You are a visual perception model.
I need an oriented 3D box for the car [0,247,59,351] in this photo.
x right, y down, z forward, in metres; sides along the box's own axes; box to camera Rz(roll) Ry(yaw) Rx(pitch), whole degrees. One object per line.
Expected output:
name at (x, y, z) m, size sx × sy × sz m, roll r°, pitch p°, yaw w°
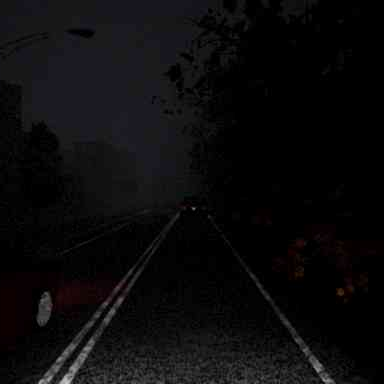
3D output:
car at (-3.348, 1.483, 4.013) m, size 1.882 × 1.535 × 5.008 m, roll 0°, pitch 0°, yaw 0°

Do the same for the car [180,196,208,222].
car at (0.145, 1.386, 28.107) m, size 2.150 × 2.045 × 5.566 m, roll 0°, pitch 0°, yaw 0°

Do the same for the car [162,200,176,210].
car at (-3.224, 1.873, 47.768) m, size 2.033 × 1.411 × 5.357 m, roll 0°, pitch 0°, yaw 0°
